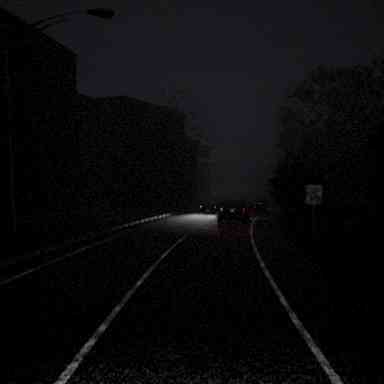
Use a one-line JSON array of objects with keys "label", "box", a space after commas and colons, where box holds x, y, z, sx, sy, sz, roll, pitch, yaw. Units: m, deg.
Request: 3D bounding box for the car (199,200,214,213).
[{"label": "car", "box": [2.222, 1.536, 34.858, 1.895, 1.301, 4.718, 2, 0, 17]}]

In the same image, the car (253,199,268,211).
[{"label": "car", "box": [8.484, 1.605, 42.159, 2.128, 1.511, 4.902, 2, 0, 21]}]

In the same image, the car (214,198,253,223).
[{"label": "car", "box": [3.298, 1.344, 25.454, 2.097, 1.767, 4.553, 1, 0, 13]}]
